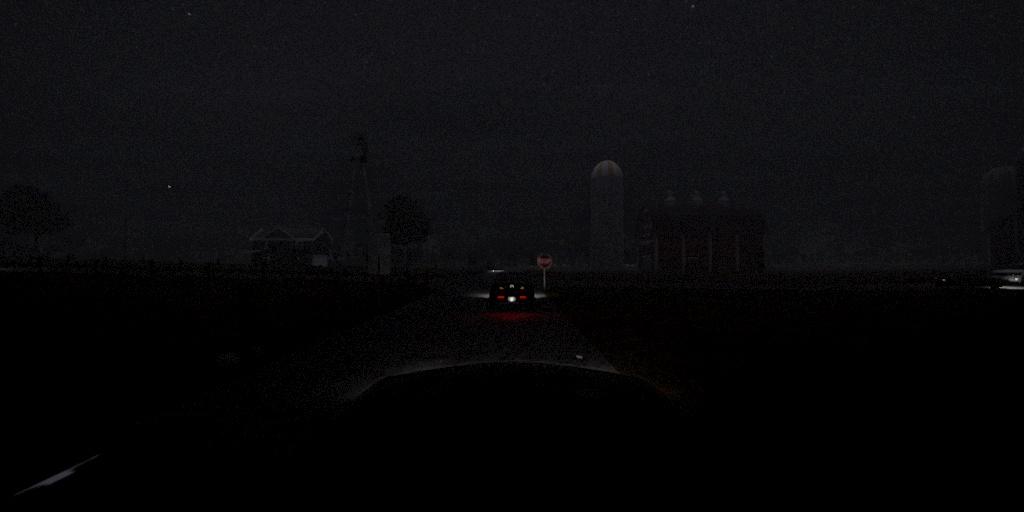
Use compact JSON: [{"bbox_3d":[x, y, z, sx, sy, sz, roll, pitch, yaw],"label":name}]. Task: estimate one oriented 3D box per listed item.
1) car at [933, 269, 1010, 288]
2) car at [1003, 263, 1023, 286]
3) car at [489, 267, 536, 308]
[{"bbox_3d":[39.490,2.055,31.118,4.181,1.385,1.994,0,-1,0],"label":"car"},{"bbox_3d":[48.910,1.705,33.911,5.566,2.045,2.150,0,-1,0],"label":"car"},{"bbox_3d":[0.001,1.413,16.164,1.837,1.490,4.892,0,0,0],"label":"car"}]
